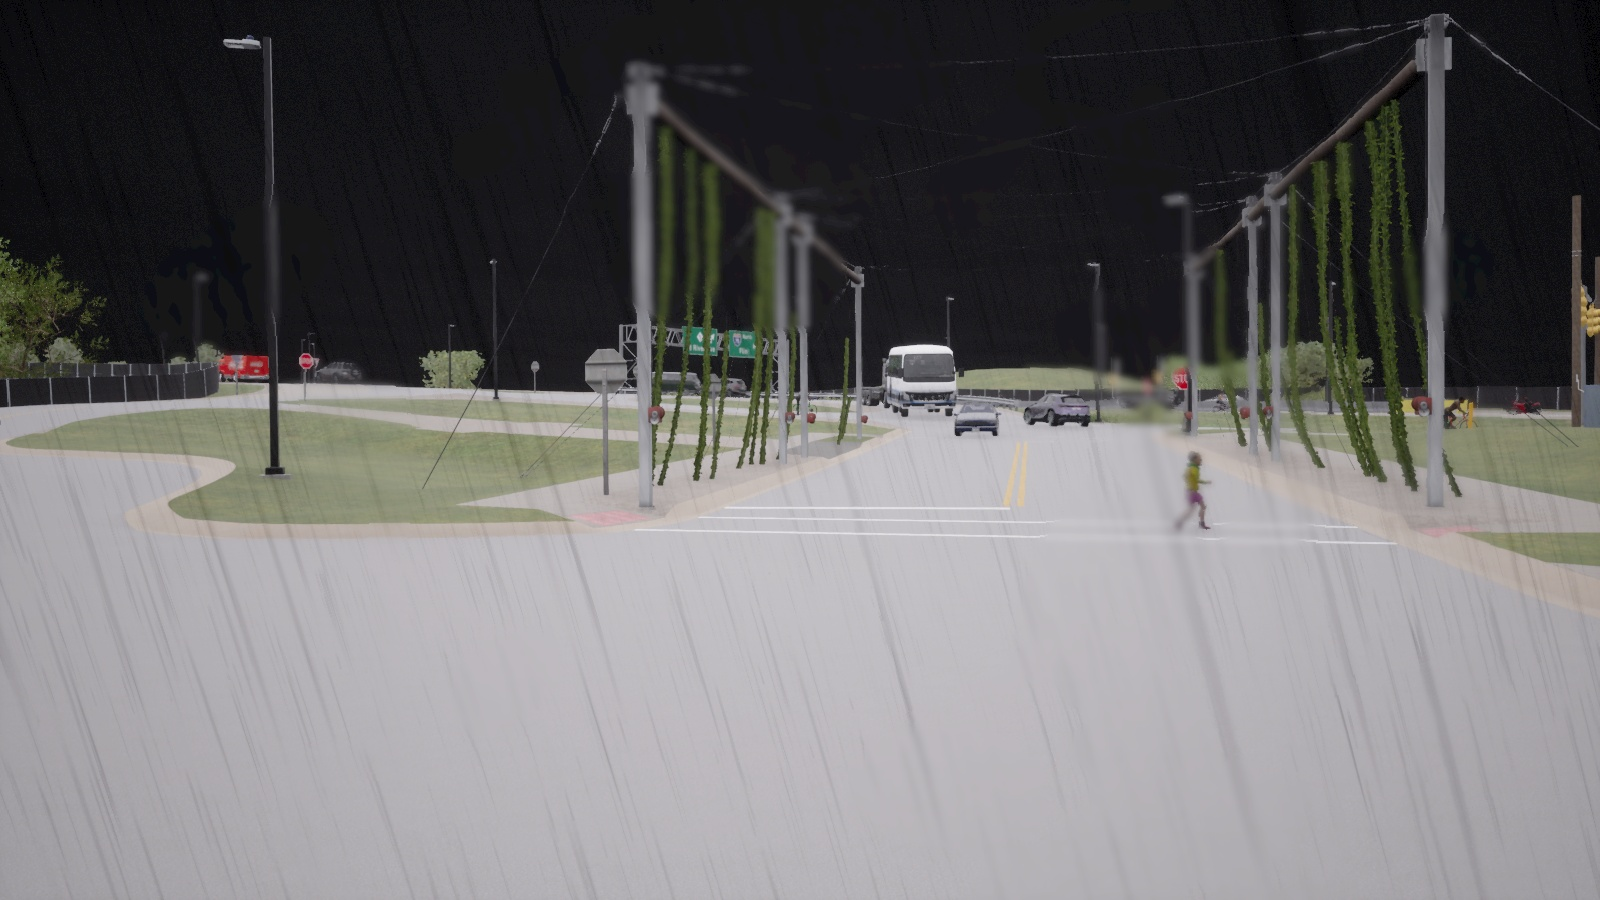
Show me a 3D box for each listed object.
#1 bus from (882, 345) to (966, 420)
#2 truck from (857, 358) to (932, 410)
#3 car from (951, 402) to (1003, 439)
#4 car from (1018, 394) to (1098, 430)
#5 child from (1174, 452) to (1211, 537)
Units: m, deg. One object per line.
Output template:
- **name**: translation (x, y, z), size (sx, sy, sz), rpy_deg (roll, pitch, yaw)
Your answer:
- **bus**: translation (7.442, -4.248, 77.097), size (3.944, 4.253, 10.273), rpy_deg (0, 4, -1)
- **truck**: translation (6.614, -4.720, 88.941), size (2.891, 3.462, 7.936), rpy_deg (-1, 4, -14)
- **car**: translation (7.732, -1.305, 54.502), size (2.033, 1.411, 5.357), rpy_deg (0, 3, 10)
- **car**: translation (12.781, -1.912, 62.513), size (2.033, 1.649, 4.856), rpy_deg (1, 3, -12)
- **child**: translation (5.516, 0.619, 17.624), size (0.473, 1.160, 0.299), rpy_deg (0, 1, 21)
